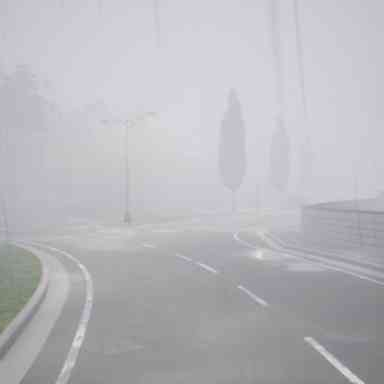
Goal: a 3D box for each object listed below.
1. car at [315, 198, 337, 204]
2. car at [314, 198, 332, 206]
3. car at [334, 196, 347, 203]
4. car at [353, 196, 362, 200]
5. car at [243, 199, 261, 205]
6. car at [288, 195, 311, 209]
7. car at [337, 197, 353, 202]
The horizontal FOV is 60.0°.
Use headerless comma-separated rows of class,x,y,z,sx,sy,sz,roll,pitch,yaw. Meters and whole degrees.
car,19.316,1.808,48.604,1.812,1.442,4.674,-1,0,34
car,24.753,1.860,62.925,2.128,1.511,4.902,-1,-1,34
car,34.684,1.740,77.652,1.994,1.385,4.181,-1,-1,34
car,37.586,1.700,75.695,1.994,1.385,4.181,-1,-1,34
car,13.064,2.082,72.632,1.895,1.301,4.718,0,0,-23
car,16.208,1.535,50.269,2.150,2.045,5.566,-1,0,34
car,27.549,1.928,60.812,1.895,1.301,4.718,-1,-1,34
